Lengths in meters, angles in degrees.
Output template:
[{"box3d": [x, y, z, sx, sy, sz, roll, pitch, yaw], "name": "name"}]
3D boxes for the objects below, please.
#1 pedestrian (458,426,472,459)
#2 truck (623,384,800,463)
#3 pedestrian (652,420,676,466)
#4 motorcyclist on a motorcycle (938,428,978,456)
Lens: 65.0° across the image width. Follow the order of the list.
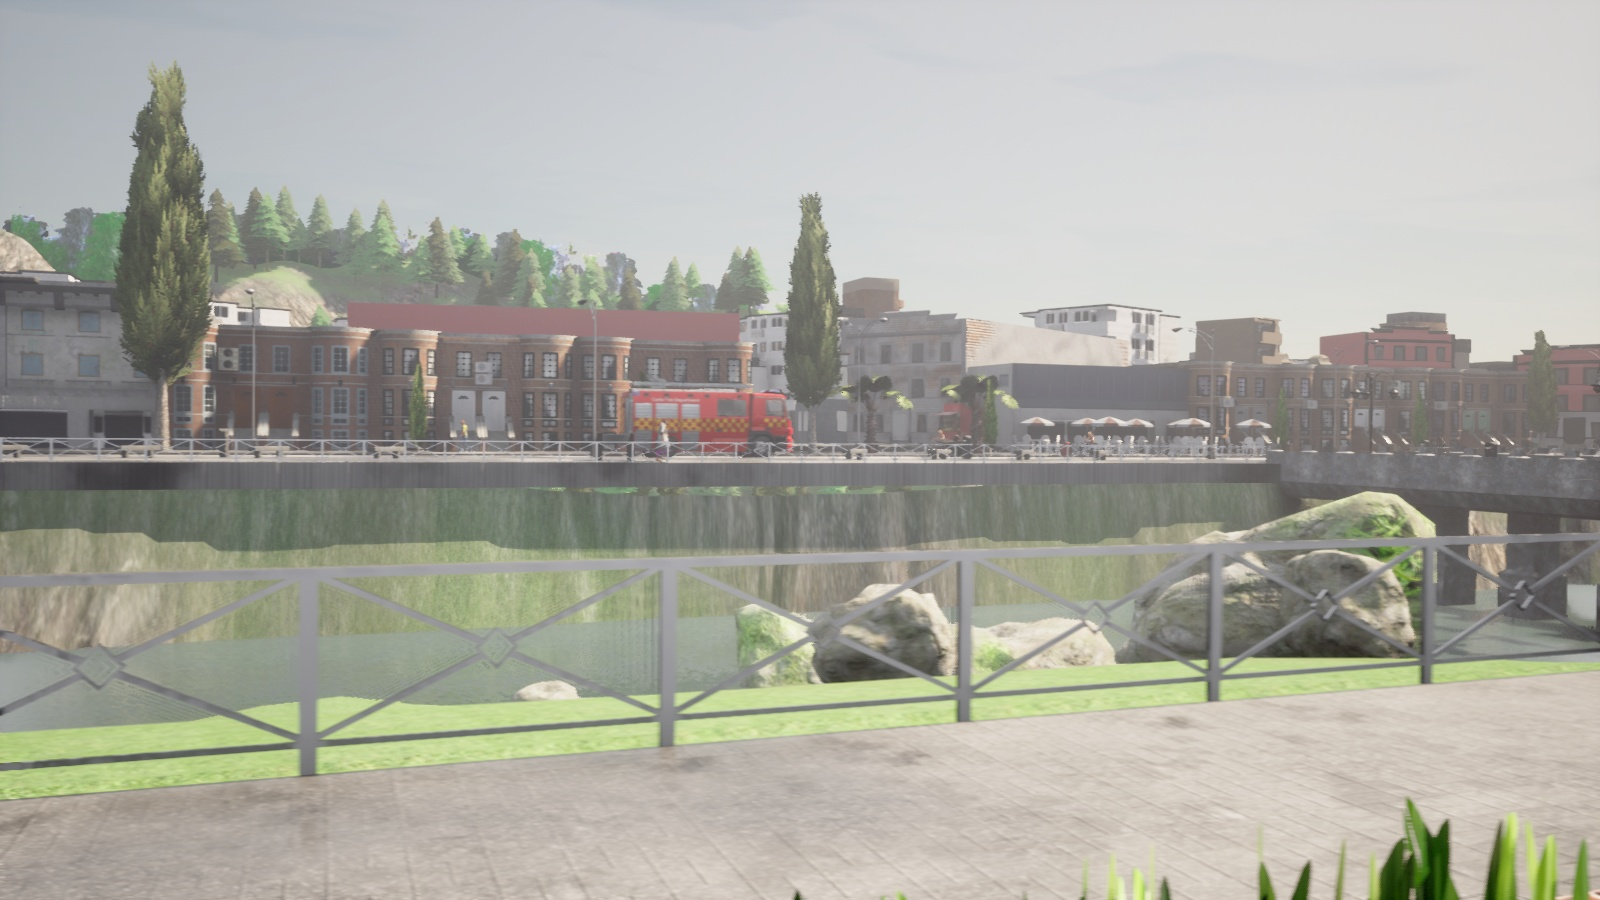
[{"box3d": [-18.288, -0.410, 68.537, 0.706, 1.836, 0.354, -1, 1, -17], "name": "pedestrian"}, {"box3d": [-4.470, -1.356, 63.743, 8.468, 3.827, 2.891, -1, 1, -21], "name": "truck"}, {"box3d": [-5.828, -0.315, 53.941, 0.873, 1.952, 0.659, -1, 1, -20], "name": "pedestrian"}, {"box3d": [8.652, -0.432, 68.743, 2.044, 1.523, 0.797, -1, 1, -21], "name": "motorcyclist on a motorcycle"}]
